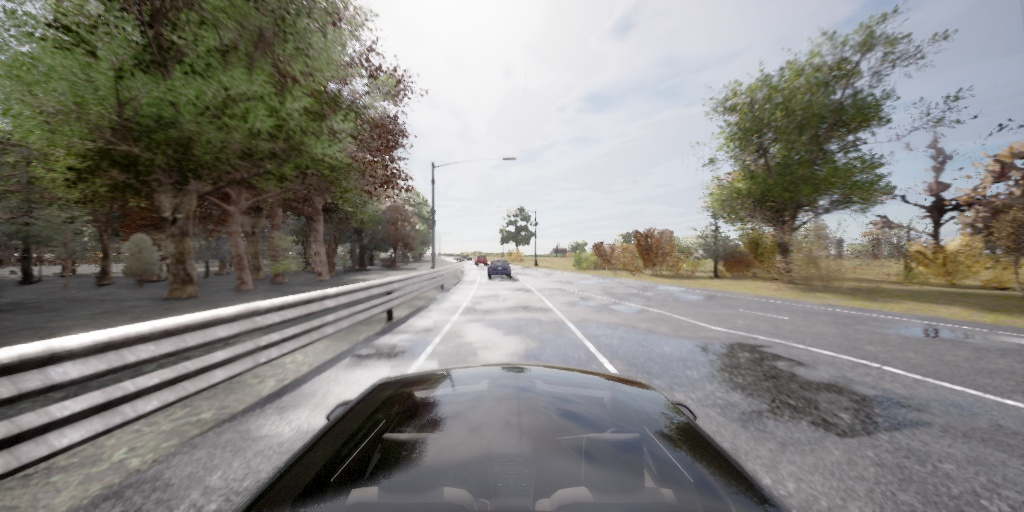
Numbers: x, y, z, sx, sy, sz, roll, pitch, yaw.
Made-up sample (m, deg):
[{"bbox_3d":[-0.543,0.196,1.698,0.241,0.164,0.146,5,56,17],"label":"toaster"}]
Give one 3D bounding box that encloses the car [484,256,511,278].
[{"bbox_3d":[-1.280,1.091,33.762,2.097,1.767,4.553,0,0,-5],"label":"car"}]
